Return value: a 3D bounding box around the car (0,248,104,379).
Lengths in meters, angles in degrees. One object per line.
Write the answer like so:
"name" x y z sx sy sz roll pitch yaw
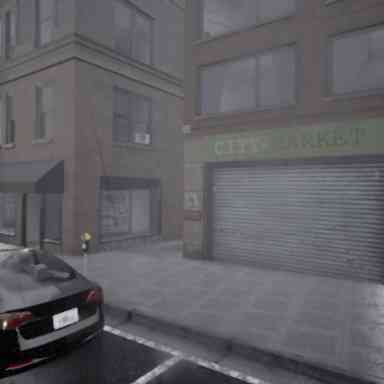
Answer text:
"car" -3.222 1.576 5.256 4.313 1.339 1.947 0 1 36
